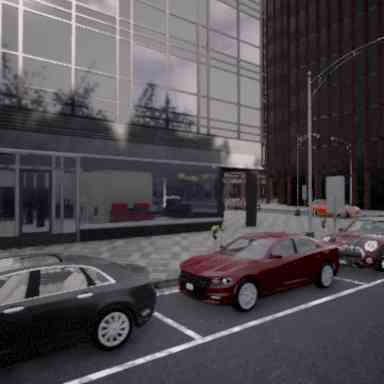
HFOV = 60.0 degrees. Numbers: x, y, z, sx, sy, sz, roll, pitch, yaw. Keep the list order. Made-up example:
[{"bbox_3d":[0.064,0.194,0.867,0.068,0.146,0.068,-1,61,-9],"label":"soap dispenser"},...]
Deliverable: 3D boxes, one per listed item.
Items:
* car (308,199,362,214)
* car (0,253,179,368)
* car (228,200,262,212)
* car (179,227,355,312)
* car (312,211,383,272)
[{"bbox_3d":[13.015,1.463,30.283,2.097,1.767,4.553,0,0,-37],"label":"car"},{"bbox_3d":[-2.608,1.626,4.721,4.403,1.369,2.008,1,-1,-37],"label":"car"},{"bbox_3d":[6.182,1.596,39.363,1.994,1.385,4.181,0,0,-37],"label":"car"},{"bbox_3d":[1.758,1.659,7.994,4.507,1.381,1.887,1,-1,-37],"label":"car"},{"bbox_3d":[6.124,1.593,11.269,4.097,1.590,1.967,1,-1,-37],"label":"car"}]
